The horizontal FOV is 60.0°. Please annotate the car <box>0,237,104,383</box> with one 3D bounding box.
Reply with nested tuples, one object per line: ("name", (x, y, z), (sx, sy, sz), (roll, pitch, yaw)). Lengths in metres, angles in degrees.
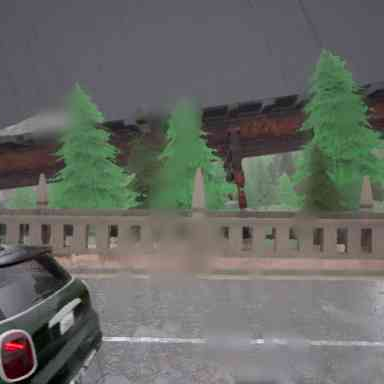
("car", (-3.393, 1.354, 3.507), (4.553, 1.767, 2.097), (0, 0, 3))
